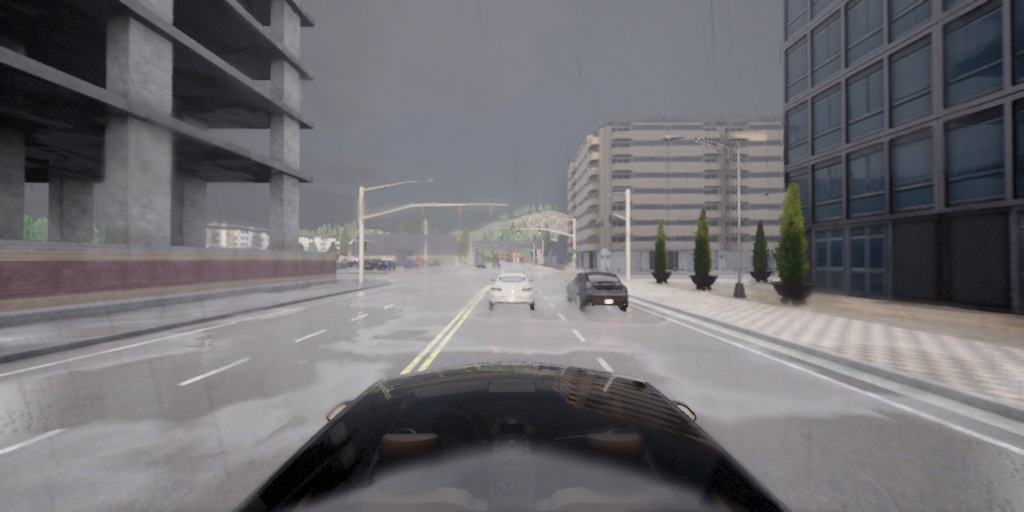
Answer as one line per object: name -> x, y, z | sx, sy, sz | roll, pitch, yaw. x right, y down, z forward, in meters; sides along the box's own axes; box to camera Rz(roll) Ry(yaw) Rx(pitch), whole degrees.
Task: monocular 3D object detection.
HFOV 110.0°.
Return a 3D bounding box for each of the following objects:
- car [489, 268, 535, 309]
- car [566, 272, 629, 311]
car -> 0.019, 1.427, 15.728 | 1.812, 1.442, 4.674 | 0, 0, 0
car -> 3.516, 1.405, 15.353 | 1.837, 1.490, 4.892 | 0, 0, 0
